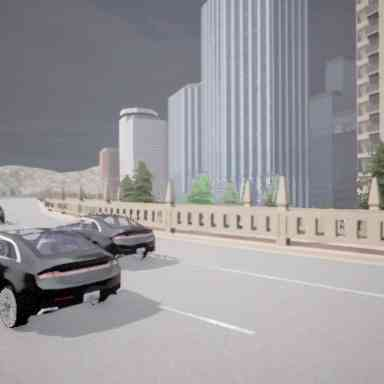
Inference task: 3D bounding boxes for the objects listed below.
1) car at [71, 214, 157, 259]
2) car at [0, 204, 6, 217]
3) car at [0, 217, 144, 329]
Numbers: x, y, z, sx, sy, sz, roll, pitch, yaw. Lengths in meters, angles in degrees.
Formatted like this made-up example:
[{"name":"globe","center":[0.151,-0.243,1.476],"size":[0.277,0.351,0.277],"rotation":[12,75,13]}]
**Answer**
[{"name":"car","center":[-3.318,1.524,11.541],"size":[4.902,1.511,2.128],"rotation":[0,0,42]},{"name":"car","center":[-15.362,1.561,25.194],"size":[2.128,1.511,4.902],"rotation":[0,0,-36]},{"name":"car","center":[-3.523,1.509,7.058],"size":[4.902,1.511,2.128],"rotation":[0,0,40]}]
